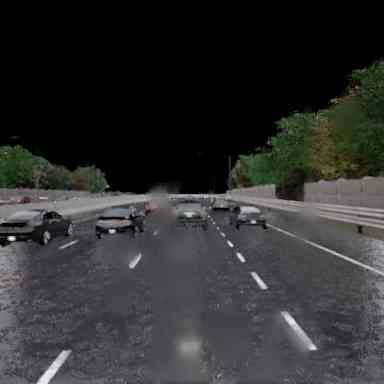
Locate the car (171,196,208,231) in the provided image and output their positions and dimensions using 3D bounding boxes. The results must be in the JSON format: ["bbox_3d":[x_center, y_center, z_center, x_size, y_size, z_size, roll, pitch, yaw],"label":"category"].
[{"bbox_3d":[-0.163,1.347,20.760,2.097,1.767,4.553,0,0,0],"label":"car"}]

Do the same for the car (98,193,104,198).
[{"bbox_3d":[-21.617,1.261,75.812,2.150,2.045,5.566,0,0,0],"label":"car"}]

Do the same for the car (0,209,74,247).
[{"bbox_3d":[-7.019,1.551,15.335,1.837,1.490,4.892,0,0,0],"label":"car"}]

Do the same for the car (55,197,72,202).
[{"bbox_3d":[-25.026,1.580,64.943,1.994,1.385,4.181,0,0,0],"label":"car"}]

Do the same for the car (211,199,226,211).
[{"bbox_3d":[3.291,1.473,38.629,1.994,1.385,4.181,0,0,0],"label":"car"}]

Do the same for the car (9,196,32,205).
[{"bbox_3d":[-28.470,1.403,55.197,2.097,1.767,4.553,0,0,0],"label":"car"}]

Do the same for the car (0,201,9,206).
[{"bbox_3d":[-21.364,1.439,34.087,2.097,1.767,4.553,0,0,0],"label":"car"}]

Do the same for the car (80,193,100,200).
[{"bbox_3d":[-17.995,1.474,57.048,2.128,1.511,4.902,0,0,0],"label":"car"}]

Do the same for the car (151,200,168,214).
[{"bbox_3d":[-3.682,1.532,35.363,1.994,1.385,4.181,0,0,0],"label":"car"}]

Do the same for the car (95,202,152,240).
[{"bbox_3d":[-3.532,1.513,17.057,2.128,1.511,4.902,0,0,0],"label":"car"}]

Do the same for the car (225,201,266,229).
[{"bbox_3d":[3.439,1.495,21.081,1.812,1.442,4.674,0,0,0],"label":"car"}]
